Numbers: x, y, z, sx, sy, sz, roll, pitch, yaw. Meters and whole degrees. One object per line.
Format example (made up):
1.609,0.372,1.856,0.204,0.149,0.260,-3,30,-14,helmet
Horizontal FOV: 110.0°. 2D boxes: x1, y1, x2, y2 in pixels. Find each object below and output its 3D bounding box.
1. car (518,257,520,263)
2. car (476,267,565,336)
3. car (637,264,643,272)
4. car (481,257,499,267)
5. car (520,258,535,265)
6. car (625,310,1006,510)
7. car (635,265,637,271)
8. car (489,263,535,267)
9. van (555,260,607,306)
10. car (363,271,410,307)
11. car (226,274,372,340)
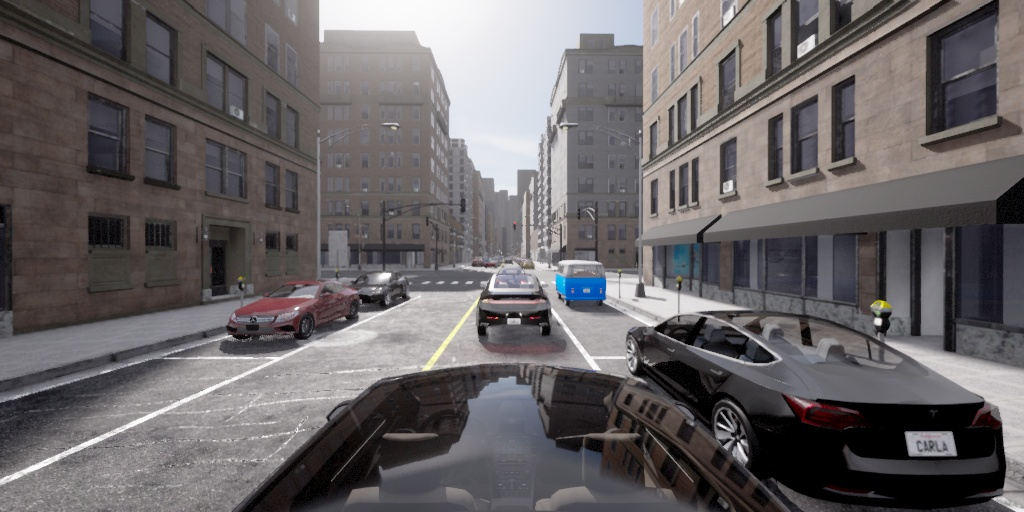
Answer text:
2.462,1.156,60.134,1.967,1.591,4.097,0,0,-1,car
0.057,1.238,10.389,2.128,1.511,4.902,0,0,0,car
17.017,0.947,38.862,5.566,2.045,2.150,0,0,-1,car
-3.446,1.319,57.853,1.895,1.301,4.718,0,0,-1,car
2.546,1.246,54.779,1.751,1.417,4.829,0,0,-1,car
2.852,1.314,4.522,1.948,1.339,4.313,0,0,0,car
17.030,1.193,42.113,5.008,1.535,1.882,0,0,-1,car
-0.034,1.290,20.131,2.033,1.411,5.357,0,0,0,car
2.831,1.085,15.420,1.690,1.789,3.998,0,0,0,van
-5.694,1.310,15.393,1.948,1.339,4.313,0,0,0,car
-5.683,1.328,9.942,1.802,1.307,4.207,0,0,0,car
